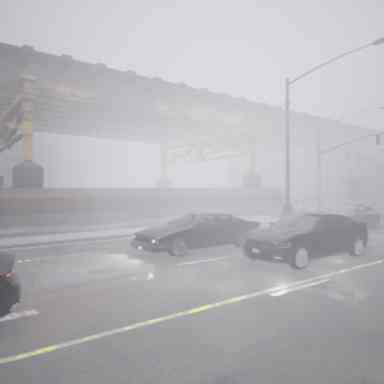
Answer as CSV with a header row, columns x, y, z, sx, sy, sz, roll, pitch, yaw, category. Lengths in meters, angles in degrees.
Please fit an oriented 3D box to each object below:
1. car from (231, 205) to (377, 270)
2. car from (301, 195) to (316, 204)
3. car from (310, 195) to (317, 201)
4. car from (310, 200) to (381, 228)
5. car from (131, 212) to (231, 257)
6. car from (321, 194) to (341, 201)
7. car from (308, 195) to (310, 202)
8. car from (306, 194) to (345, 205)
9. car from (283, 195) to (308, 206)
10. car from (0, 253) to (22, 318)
x,y,z,sx,sy,sz,roll,pitch,yaw,category
3.866,1.407,11.036,5.008,1.535,1.882,0,0,-36,car
15.885,1.000,45.560,1.853,1.218,4.536,0,0,18,car
15.871,1.158,45.511,2.038,1.542,4.974,0,0,18,car
8.915,1.390,18.884,4.674,1.442,1.812,-1,0,-35,car
0.396,1.490,12.868,5.357,1.411,2.033,-1,0,-36,car
19.728,0.961,49.264,4.536,1.218,1.853,0,0,-7,car
12.126,1.192,42.826,4.974,1.542,2.038,0,0,8,car
19.780,1.118,49.271,4.974,1.542,2.038,0,0,-7,car
12.073,1.035,42.832,4.536,1.218,1.853,0,0,8,car
-5.124,1.518,4.635,4.892,1.490,1.837,0,0,-35,car
